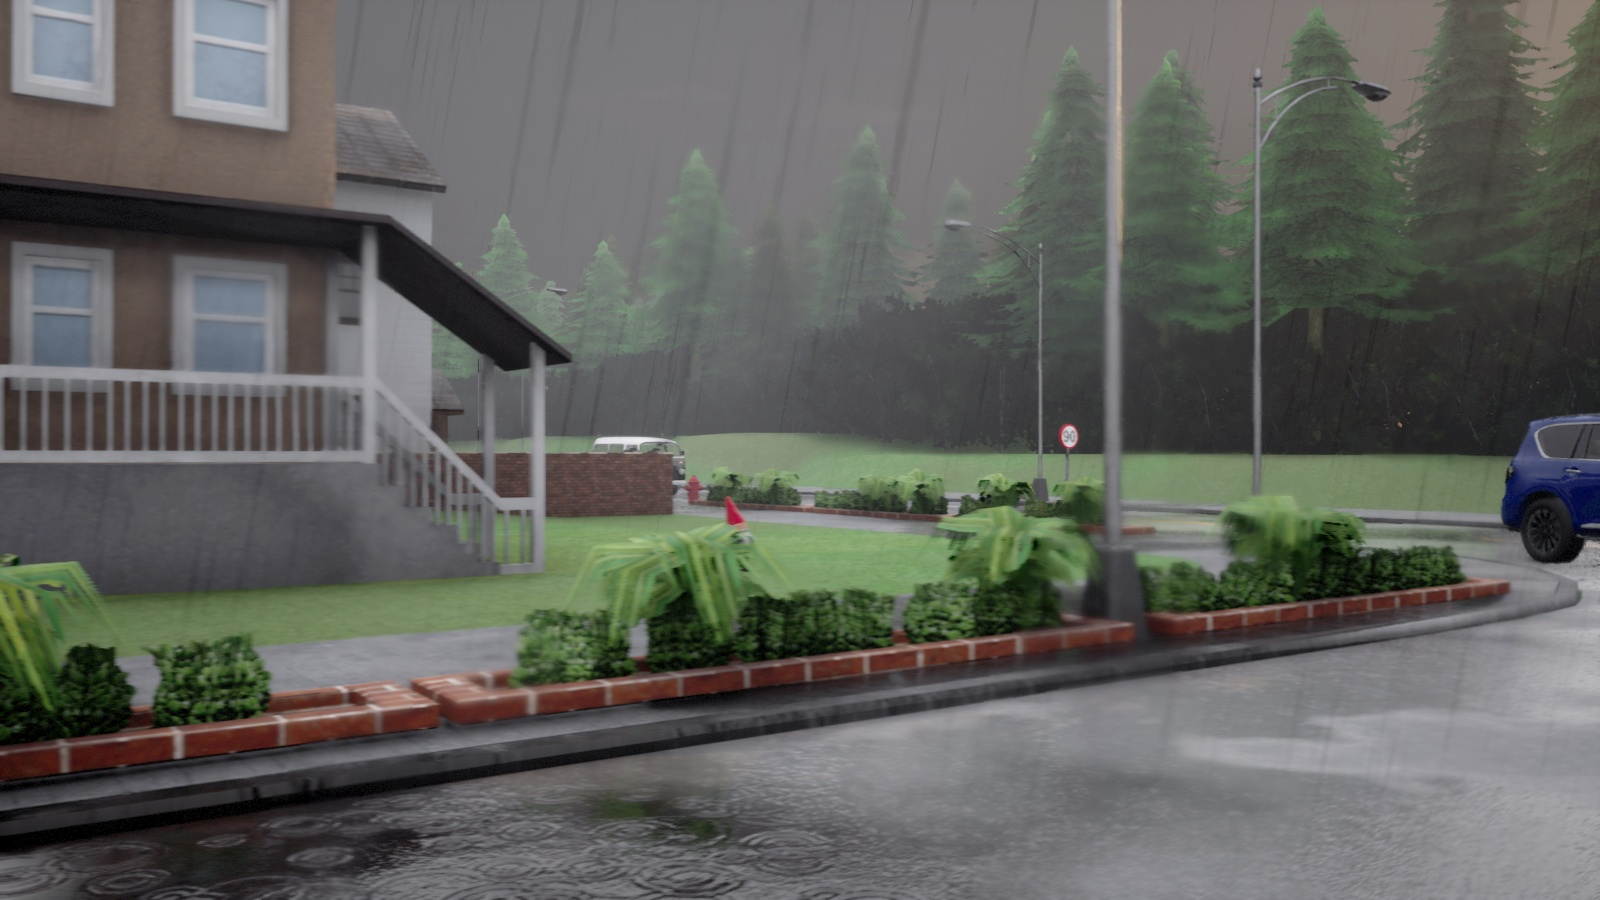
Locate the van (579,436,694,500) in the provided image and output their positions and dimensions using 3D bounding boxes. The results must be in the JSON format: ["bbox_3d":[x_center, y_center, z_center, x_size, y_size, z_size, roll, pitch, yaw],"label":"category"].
[{"bbox_3d":[-5.659,0.585,42.958,2.069,2.038,4.480,0,0,-35],"label":"van"}]

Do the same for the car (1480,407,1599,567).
[{"bbox_3d":[11.367,0.480,15.728,2.150,2.045,5.566,0,0,-8],"label":"car"}]
